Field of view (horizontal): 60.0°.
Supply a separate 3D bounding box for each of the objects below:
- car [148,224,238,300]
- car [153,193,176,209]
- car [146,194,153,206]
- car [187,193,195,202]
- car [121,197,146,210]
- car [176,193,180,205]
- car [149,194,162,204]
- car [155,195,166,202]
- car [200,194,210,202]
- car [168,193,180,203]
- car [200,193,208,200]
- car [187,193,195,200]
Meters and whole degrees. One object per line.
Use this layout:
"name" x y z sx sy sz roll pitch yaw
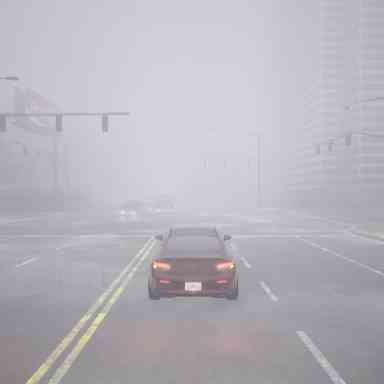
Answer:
"car" 0.033 1.526 8.264 1.812 1.442 4.674 0 0 0
"car" -3.726 1.222 46.200 2.150 2.045 5.566 0 0 -2
"car" -7.301 1.526 53.866 1.812 1.442 4.674 0 0 0
"car" -0.308 1.584 78.440 1.895 1.301 4.718 0 0 0
"car" -7.625 1.601 42.528 1.895 1.301 4.718 0 0 5
"car" -3.804 1.224 60.466 2.150 2.045 5.566 0 0 0
"car" -7.290 1.351 66.174 2.097 1.767 4.553 0 0 0
"car" -7.301 1.525 76.625 2.128 1.511 4.902 0 0 0
"car" 3.193 1.515 78.072 2.128 1.511 4.902 0 0 0
"car" -3.779 1.225 71.192 2.150 2.045 5.566 0 0 0
"car" 3.152 1.184 88.360 2.097 1.767 4.553 0 0 0
"car" -0.348 1.184 88.345 2.097 1.767 4.553 0 0 0
